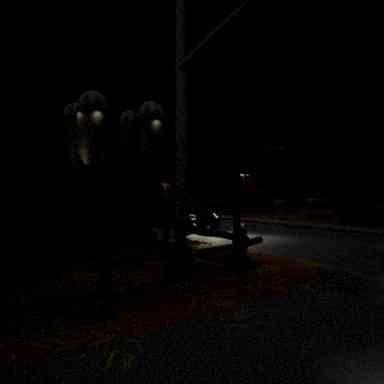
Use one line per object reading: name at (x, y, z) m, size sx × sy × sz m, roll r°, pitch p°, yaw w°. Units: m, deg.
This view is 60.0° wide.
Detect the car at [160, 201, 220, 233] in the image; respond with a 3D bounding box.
car at (-0.389, 1.351, 19.914) m, size 2.097 × 1.767 × 4.553 m, roll 0°, pitch 0°, yaw -35°
